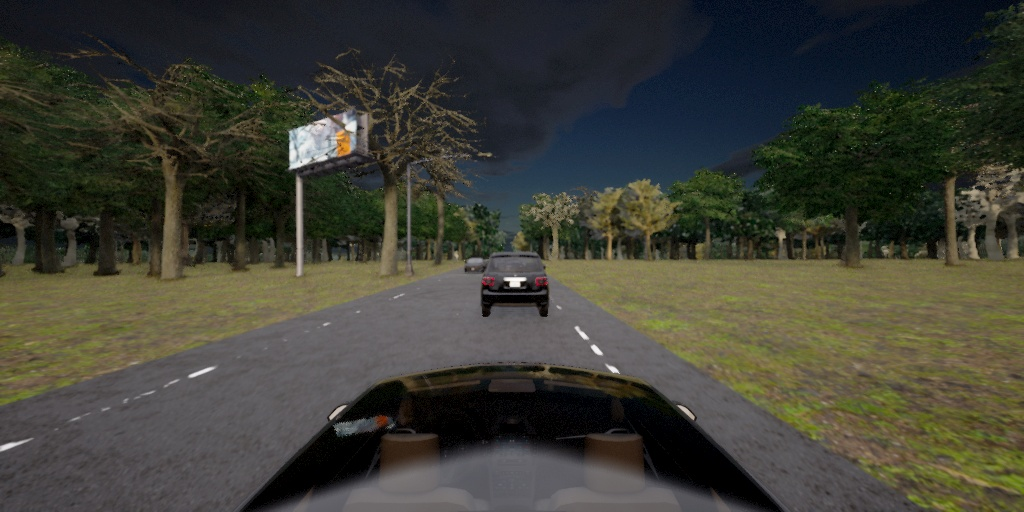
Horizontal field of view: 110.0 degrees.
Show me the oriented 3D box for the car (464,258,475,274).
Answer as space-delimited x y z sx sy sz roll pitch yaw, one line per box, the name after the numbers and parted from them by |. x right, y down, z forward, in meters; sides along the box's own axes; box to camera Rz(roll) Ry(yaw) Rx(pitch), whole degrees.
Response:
-3.597 0.896 35.557 1.882 1.535 5.008 0 1 0 | car

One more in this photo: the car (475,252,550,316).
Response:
0.094 0.876 13.065 2.150 2.045 5.566 0 1 0 | car
